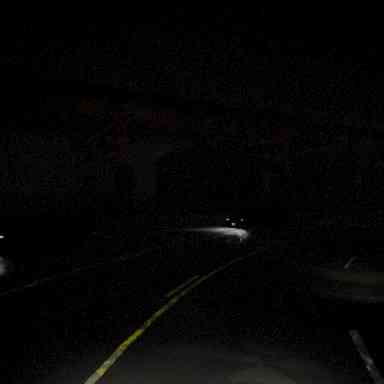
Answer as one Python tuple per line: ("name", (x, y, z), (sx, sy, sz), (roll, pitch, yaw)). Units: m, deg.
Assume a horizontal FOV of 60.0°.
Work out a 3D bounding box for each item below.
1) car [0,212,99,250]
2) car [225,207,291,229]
("car", (-6.648, 1.632, 15.085), (2.033, 1.411, 5.357), (0, -1, 27))
("car", (4.850, 1.779, 23.751), (5.357, 1.411, 2.033), (1, -1, -38))
